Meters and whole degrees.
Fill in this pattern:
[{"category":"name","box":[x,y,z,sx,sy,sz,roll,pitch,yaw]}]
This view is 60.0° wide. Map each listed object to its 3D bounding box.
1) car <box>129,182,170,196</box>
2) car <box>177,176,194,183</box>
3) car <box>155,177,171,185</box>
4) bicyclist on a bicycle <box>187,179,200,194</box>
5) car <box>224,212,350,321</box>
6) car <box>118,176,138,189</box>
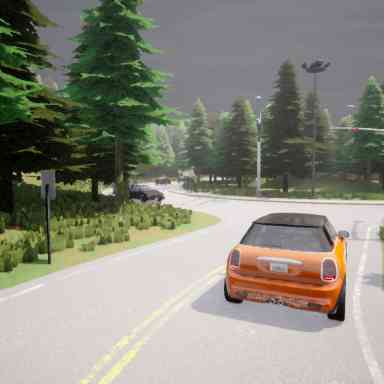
[{"category":"car","box":[-4.523,0.080,30.795,2.033,1.411,5.357,-3,5,-35]},{"category":"car","box":[-1.304,-2.675,69.816,1.812,1.442,4.674,3,5,35]},{"category":"car","box":[-5.176,-2.038,60.228,1.882,1.535,5.008,0,4,10]},{"category":"bicyclist on a bicycle","box":[0.158,-0.641,37.300,1.656,1.620,0.582,-3,5,-28]},{"category":"car","box":[2.359,1.241,7.539,2.097,1.767,4.553,2,2,25]},{"category":"car","box":[-9.499,-1.432,49.981,2.097,1.767,4.553,0,4,0]}]
